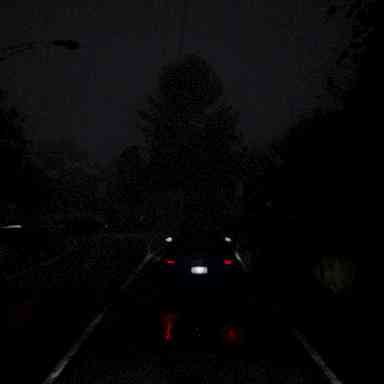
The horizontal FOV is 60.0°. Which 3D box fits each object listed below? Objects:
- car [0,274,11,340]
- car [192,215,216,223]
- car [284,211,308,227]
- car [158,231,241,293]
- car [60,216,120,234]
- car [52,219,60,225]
[{"bbox_3d":[-3.647,1.547,3.107,1.837,1.490,4.892,0,-1,-1],"label":"car"},{"bbox_3d":[1.937,4.877,60.214,4.902,1.511,2.128,0,-4,18],"label":"car"},{"bbox_3d":[13.593,3.534,43.549,2.150,2.045,5.566,0,-4,5],"label":"car"},{"bbox_3d":[0.188,1.781,9.418,1.994,1.385,4.181,0,-2,1],"label":"car"},{"bbox_3d":[-8.675,2.826,29.063,5.008,1.535,1.882,-2,-3,24],"label":"car"},{"bbox_3d":[-18.754,4.357,50.172,1.895,1.301,4.718,-2,-4,21],"label":"car"}]
